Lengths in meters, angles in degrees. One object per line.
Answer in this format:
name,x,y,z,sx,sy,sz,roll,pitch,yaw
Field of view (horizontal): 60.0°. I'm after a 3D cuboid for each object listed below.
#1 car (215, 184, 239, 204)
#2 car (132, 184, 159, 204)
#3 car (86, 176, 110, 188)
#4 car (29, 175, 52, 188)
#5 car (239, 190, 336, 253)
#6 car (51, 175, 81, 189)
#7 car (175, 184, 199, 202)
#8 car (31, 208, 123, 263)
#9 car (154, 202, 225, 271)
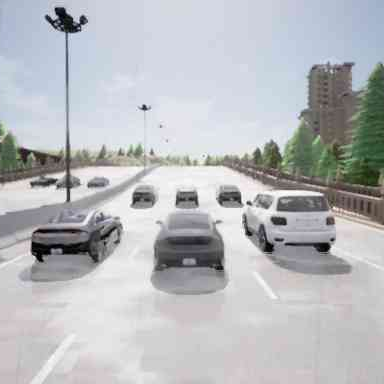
car,3.070,0.084,28.441,1.837,1.490,4.892,0,6,-1
car,-3.929,0.119,28.291,1.837,1.490,4.892,0,6,-1
car,-11.341,-1.280,40.337,1.994,1.385,4.181,0,8,-1
car,-18.361,-1.368,41.405,1.895,1.301,4.718,0,8,-1
car,3.374,0.928,12.529,2.150,2.045,5.566,0,2,-1
car,-14.840,-1.294,40.208,1.812,1.442,4.674,0,8,-1
car,-0.427,0.102,28.200,2.128,1.511,4.902,0,6,-1
car,-3.608,1.273,11.206,2.128,1.511,4.902,0,2,-1
car,-0.093,1.306,10.199,1.837,1.490,4.892,0,2,-1
